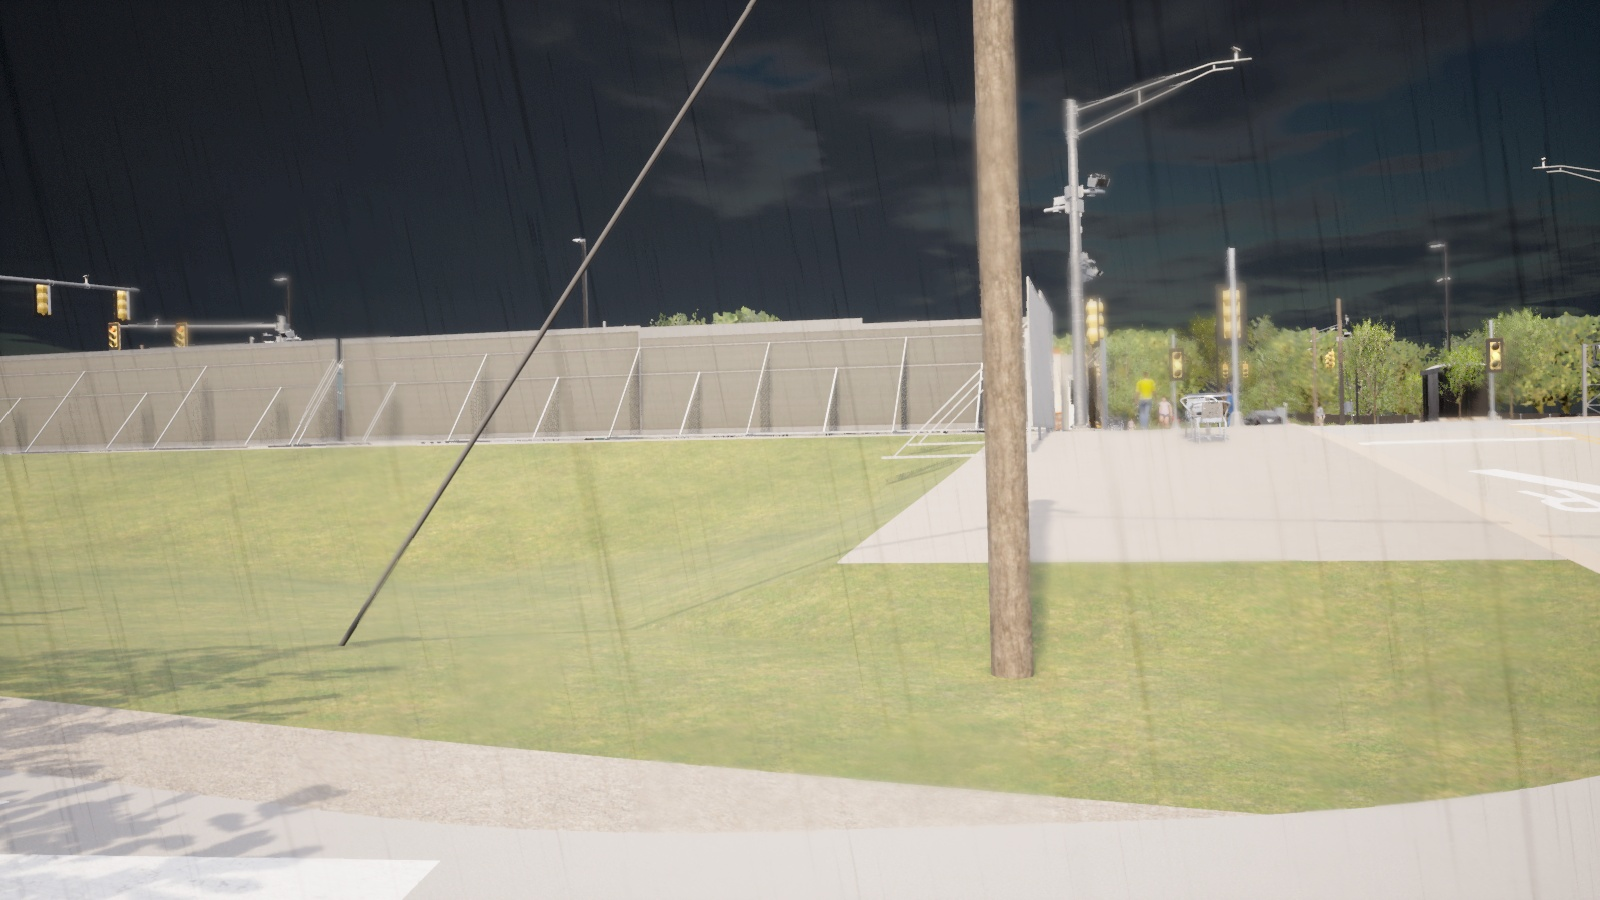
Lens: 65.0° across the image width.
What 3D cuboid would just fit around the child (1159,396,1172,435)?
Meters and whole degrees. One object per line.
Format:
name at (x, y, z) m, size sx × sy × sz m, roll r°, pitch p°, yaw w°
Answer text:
child at (10.575, -0.992, 36.354) m, size 0.255 × 1.110 × 0.394 m, roll -1°, pitch 0°, yaw 31°

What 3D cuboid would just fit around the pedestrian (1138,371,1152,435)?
pedestrian at (10.090, -1.359, 36.761) m, size 0.354 × 1.836 × 0.706 m, roll -1°, pitch 0°, yaw 15°

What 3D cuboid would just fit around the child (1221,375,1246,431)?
child at (10.041, -1.090, 29.094) m, size 0.437 × 1.263 × 0.270 m, roll -1°, pitch 0°, yaw -5°

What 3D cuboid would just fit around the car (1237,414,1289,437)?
car at (31.365, -1.671, 85.204) m, size 2.163 × 1.488 × 4.792 m, roll -1°, pitch 1°, yaw 7°
